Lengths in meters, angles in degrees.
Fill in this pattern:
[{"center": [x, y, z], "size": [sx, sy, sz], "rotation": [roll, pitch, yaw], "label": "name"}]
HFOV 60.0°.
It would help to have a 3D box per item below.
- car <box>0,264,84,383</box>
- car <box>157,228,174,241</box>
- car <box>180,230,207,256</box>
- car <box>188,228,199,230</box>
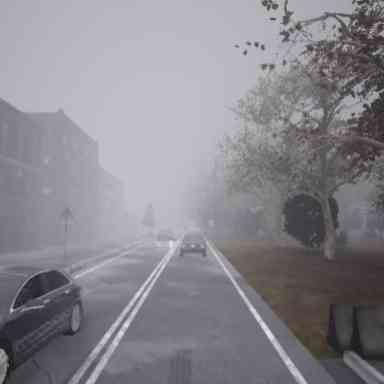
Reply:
[{"center": [-3.338, 2.075, 5.672], "size": [1.837, 1.490, 4.892], "rotation": [0, -8, 0], "label": "car"}, {"center": [-3.259, 5.301, 41.601], "size": [1.837, 1.490, 4.892], "rotation": [0, -5, 0], "label": "car"}, {"center": [0.091, 3.725, 23.776], "size": [2.033, 1.411, 5.357], "rotation": [0, -5, 0], "label": "car"}, {"center": [0.178, 5.412, 43.050], "size": [1.882, 1.535, 5.008], "rotation": [0, -5, 0], "label": "car"}]
